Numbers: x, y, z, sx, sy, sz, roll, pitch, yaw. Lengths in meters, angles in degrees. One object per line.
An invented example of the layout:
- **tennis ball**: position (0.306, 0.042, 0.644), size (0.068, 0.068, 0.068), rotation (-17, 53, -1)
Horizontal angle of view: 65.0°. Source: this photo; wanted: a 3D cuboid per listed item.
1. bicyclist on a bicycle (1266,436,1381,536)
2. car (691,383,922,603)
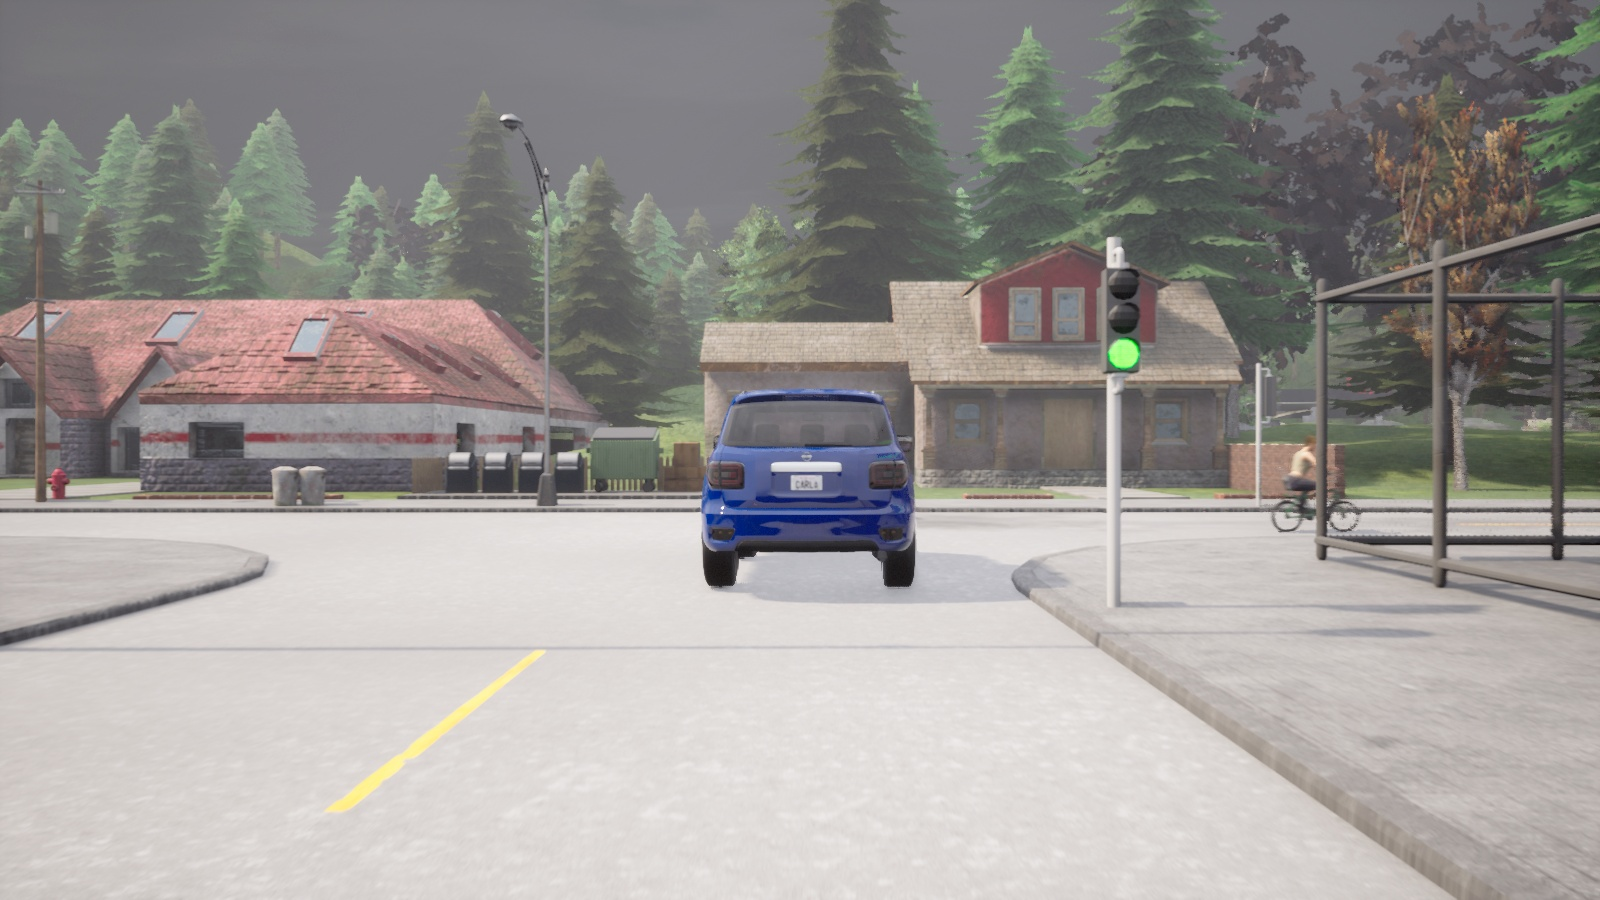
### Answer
- **bicyclist on a bicycle**: position (8.579, 0.573, 20.634), size (1.509, 1.612, 0.866), rotation (0, 1, -2)
- **car**: position (0.146, 0.384, 14.490), size (2.150, 2.045, 5.566), rotation (0, 0, 2)
